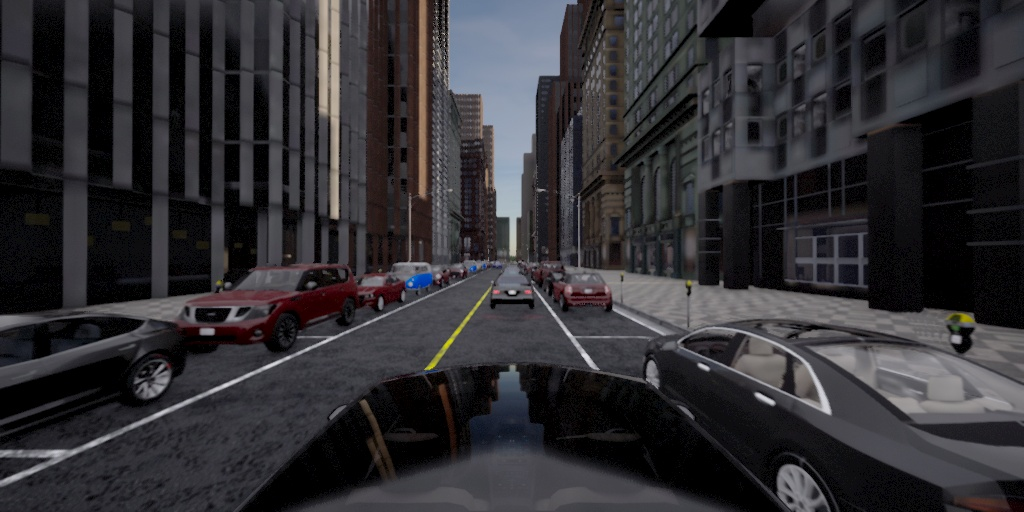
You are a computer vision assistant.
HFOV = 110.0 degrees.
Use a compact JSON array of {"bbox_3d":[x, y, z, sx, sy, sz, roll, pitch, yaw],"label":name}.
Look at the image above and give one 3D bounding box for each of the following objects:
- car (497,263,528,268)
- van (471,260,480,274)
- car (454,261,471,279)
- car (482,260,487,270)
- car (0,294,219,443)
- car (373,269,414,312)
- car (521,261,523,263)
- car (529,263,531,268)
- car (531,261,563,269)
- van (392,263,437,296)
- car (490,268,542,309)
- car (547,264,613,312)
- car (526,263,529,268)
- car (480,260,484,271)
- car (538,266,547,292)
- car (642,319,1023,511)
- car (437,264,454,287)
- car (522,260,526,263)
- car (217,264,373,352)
[{"bbox_3d":[0.027,1.568,30.839,2.033,1.411,5.357,0,-1,0],"label":"car"},{"bbox_3d":[-5.721,1.528,48.741,1.690,1.789,3.998,0,0,0],"label":"van"},{"bbox_3d":[-5.731,1.522,37.468,1.967,1.591,4.097,0,0,0],"label":"car"},{"bbox_3d":[-5.711,1.846,60.013,2.007,1.370,4.403,0,0,0],"label":"car"},{"bbox_3d":[-5.761,1.333,3.649,1.948,1.339,4.313,0,0,0],"label":"car"},{"bbox_3d":[-5.751,1.417,14.922,1.888,1.381,4.507,0,0,0],"label":"car"},{"bbox_3d":[2.814,1.861,60.012,1.948,1.339,4.313,0,0,0],"label":"car"},{"bbox_3d":[2.789,1.575,31.833,1.888,1.381,4.507,0,0,0],"label":"car"},{"bbox_3d":[2.784,1.292,26.197,2.192,1.841,5.009,0,0,0],"label":"car"},{"bbox_3d":[-5.746,1.266,20.559,1.690,1.789,3.998,0,0,0],"label":"van"},{"bbox_3d":[0.013,1.428,15.838,2.033,1.411,5.357,0,-1,0],"label":"car"},{"bbox_3d":[2.774,1.312,14.924,1.967,1.591,4.097,0,0,0],"label":"car"},{"bbox_3d":[2.794,1.648,37.469,1.948,1.339,4.313,0,0,0],"label":"car"},{"bbox_3d":[-5.716,1.766,54.207,1.751,1.417,4.829,0,0,0],"label":"car"},{"bbox_3d":[2.779,1.491,20.560,1.948,1.339,4.313,0,0,0],"label":"car"},{"bbox_3d":[2.764,1.318,3.652,2.007,1.370,4.403,0,0,0],"label":"car"},{"bbox_3d":[-5.741,1.417,26.195,1.967,1.591,4.097,0,0,0],"label":"car"},{"bbox_3d":[2.804,1.628,48.740,1.967,1.591,4.097,0,0,0],"label":"car"},{"bbox_3d":[-5.756,1.135,9.285,2.192,1.841,5.009,0,0,0],"label":"car"}]
